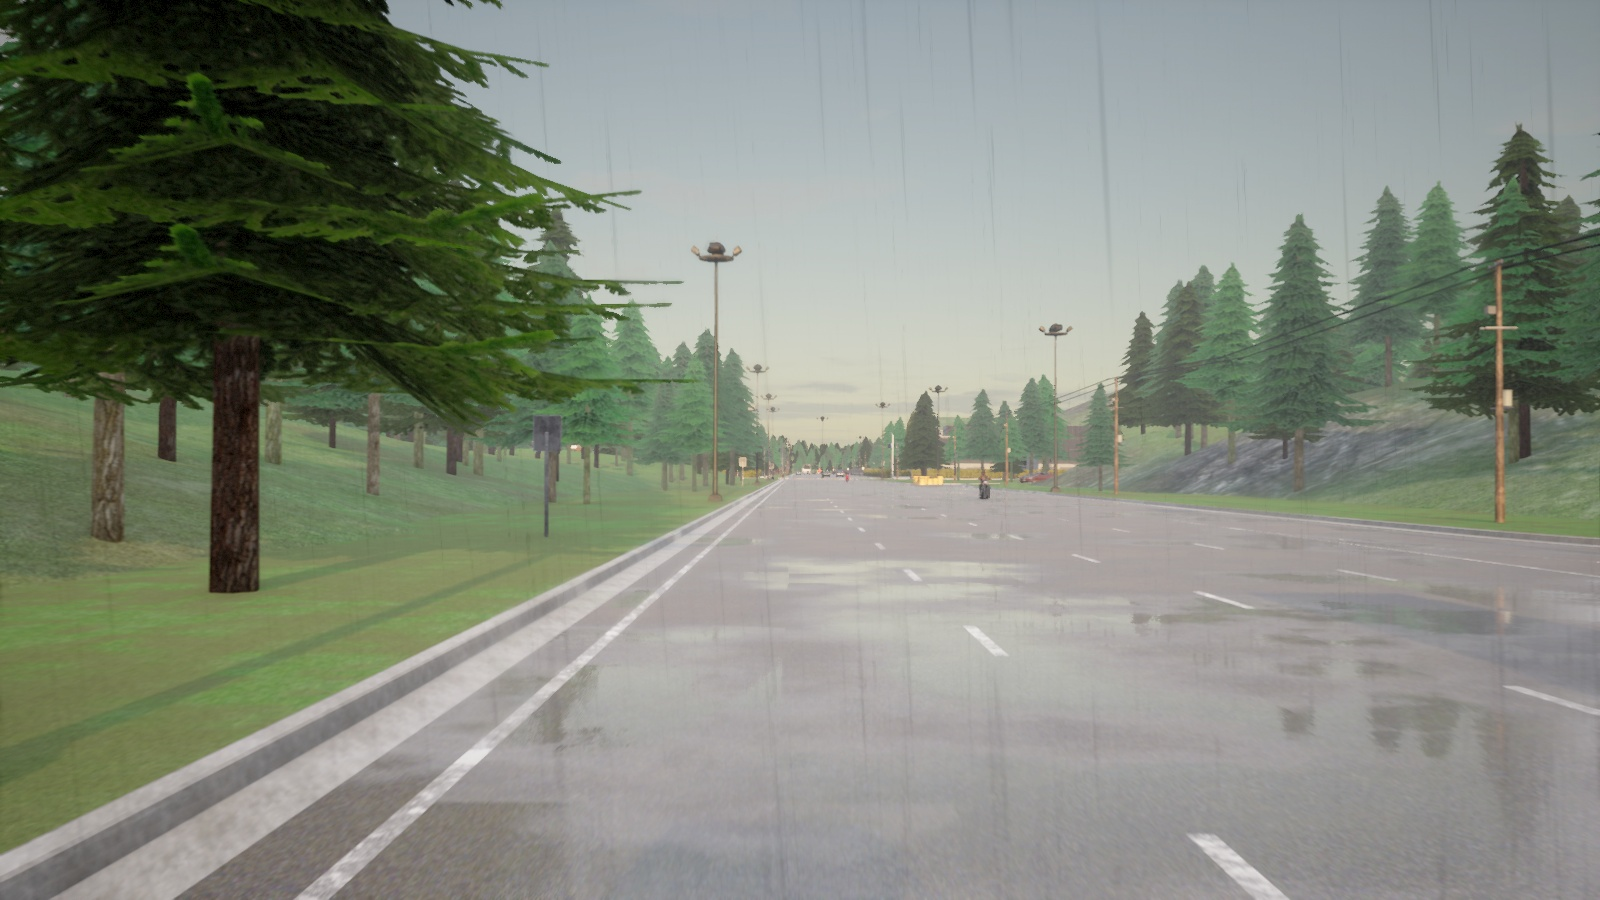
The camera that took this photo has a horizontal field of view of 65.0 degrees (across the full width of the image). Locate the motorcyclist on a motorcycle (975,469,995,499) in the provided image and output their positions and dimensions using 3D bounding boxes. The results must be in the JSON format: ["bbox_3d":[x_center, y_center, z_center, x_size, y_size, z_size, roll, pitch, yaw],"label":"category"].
[{"bbox_3d":[10.330,1.897,70.102,0.766,1.649,2.350,0,-1,0],"label":"motorcyclist on a motorcycle"}]
